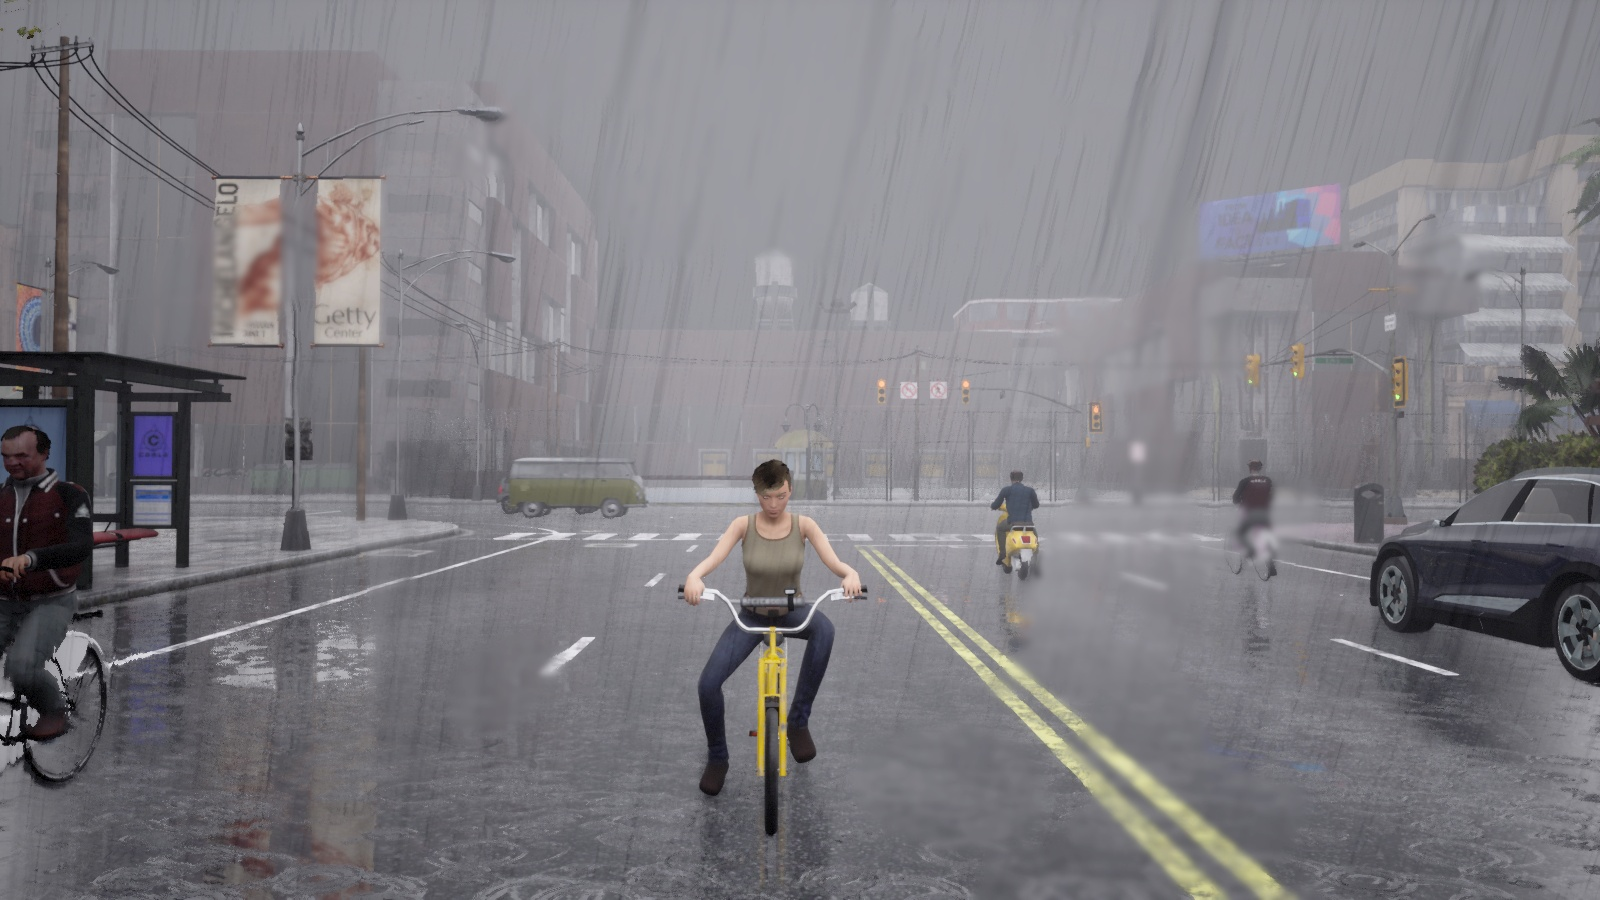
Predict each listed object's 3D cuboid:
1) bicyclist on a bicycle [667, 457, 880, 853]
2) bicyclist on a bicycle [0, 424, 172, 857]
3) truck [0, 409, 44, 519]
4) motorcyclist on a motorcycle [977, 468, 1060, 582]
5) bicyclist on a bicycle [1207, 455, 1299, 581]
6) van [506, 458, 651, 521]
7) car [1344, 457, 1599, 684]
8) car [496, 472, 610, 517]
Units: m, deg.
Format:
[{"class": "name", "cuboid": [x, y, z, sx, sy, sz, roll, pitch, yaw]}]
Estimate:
[{"class": "bicyclist on a bicycle", "cuboid": [-0.120, 0.850, 5.896, 0.866, 1.612, 1.509, 0, -1, -1]}, {"class": "bicyclist on a bicycle", "cuboid": [-3.621, 0.795, 5.670, 0.659, 1.776, 1.843, 0, -1, -1]}, {"class": "truck", "cuboid": [-31.901, 0.522, 44.454, 8.468, 3.827, 2.891, 0, -1, 0]}, {"class": "motorcyclist on a motorcycle", "cuboid": [3.196, 1.066, 18.522, 0.866, 1.590, 1.817, 0, -1, -1]}, {"class": "bicyclist on a bicycle", "cuboid": [6.694, 0.971, 18.659, 0.659, 1.776, 1.843, 0, -1, -1]}, {"class": "van", "cuboid": [-7.204, 1.284, 41.071, 4.442, 1.987, 1.775, 0, -1, 0]}, {"class": "car", "cuboid": [6.807, 0.900, 10.864, 2.033, 1.649, 4.856, 0, -1, -1]}, {"class": "car", "cuboid": [-8.713, 1.574, 44.560, 3.705, 1.549, 1.789, 0, -1, 0]}]
